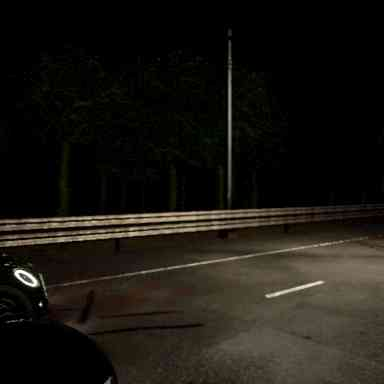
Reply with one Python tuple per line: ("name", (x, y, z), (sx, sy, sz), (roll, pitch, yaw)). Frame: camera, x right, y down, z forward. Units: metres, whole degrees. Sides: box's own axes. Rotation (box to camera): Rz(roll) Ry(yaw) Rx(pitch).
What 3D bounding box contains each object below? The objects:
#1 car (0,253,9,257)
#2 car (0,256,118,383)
("car", (-4.576, 1.350, 4.780), (4.553, 1.767, 2.097), (0, 0, -35))
("car", (-2.804, 1.489, 1.746), (4.902, 1.511, 2.128), (0, 0, -36))
